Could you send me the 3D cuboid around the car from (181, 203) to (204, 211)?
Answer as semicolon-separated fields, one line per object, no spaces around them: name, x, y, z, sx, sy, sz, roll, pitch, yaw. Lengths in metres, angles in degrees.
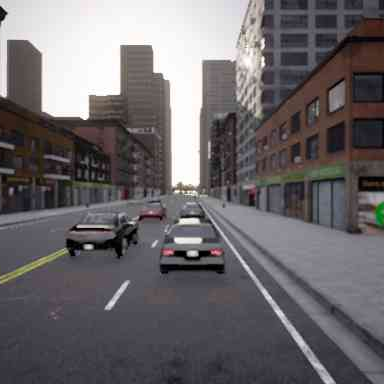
car;0.062;1.577;28.031;1.994;1.385;4.181;0;0;1

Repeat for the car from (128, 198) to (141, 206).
car;-9.768;1.655;57.169;1.895;1.301;4.718;0;0;1

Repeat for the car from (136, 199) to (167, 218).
car;-3.188;1.577;28.004;1.994;1.385;4.181;0;0;1

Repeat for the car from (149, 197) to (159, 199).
car;-6.524;1.532;57.155;1.882;1.535;5.008;0;0;1

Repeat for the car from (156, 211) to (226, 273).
car;0.026;1.552;10.632;2.033;1.411;5.357;0;0;0

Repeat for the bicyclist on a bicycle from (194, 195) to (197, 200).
bicyclist on a bicycle;0.949;1.575;93.397;0.866;1.612;1.509;0;0;0

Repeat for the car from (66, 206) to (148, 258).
car;-3.200;1.497;12.787;2.128;1.511;4.902;0;0;1
